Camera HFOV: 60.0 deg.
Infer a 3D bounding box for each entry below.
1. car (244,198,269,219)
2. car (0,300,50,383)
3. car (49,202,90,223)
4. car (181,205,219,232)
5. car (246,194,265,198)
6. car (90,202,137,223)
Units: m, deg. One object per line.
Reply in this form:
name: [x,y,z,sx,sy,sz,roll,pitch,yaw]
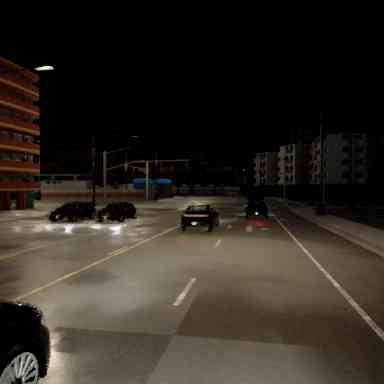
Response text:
car: [5.774,1.558,29.760,1.837,1.490,4.892,0,-2,10]
car: [-2.843,1.496,1.955,2.128,1.511,4.902,0,0,10]
car: [-9.283,1.562,26.280,1.837,1.490,4.892,0,0,10]
car: [0.572,1.535,20.720,2.128,1.511,4.902,0,0,10]
car: [7.982,1.241,41.866,2.150,2.045,5.566,0,0,10]
car: [-5.768,1.562,26.044,1.837,1.490,4.892,0,0,10]
